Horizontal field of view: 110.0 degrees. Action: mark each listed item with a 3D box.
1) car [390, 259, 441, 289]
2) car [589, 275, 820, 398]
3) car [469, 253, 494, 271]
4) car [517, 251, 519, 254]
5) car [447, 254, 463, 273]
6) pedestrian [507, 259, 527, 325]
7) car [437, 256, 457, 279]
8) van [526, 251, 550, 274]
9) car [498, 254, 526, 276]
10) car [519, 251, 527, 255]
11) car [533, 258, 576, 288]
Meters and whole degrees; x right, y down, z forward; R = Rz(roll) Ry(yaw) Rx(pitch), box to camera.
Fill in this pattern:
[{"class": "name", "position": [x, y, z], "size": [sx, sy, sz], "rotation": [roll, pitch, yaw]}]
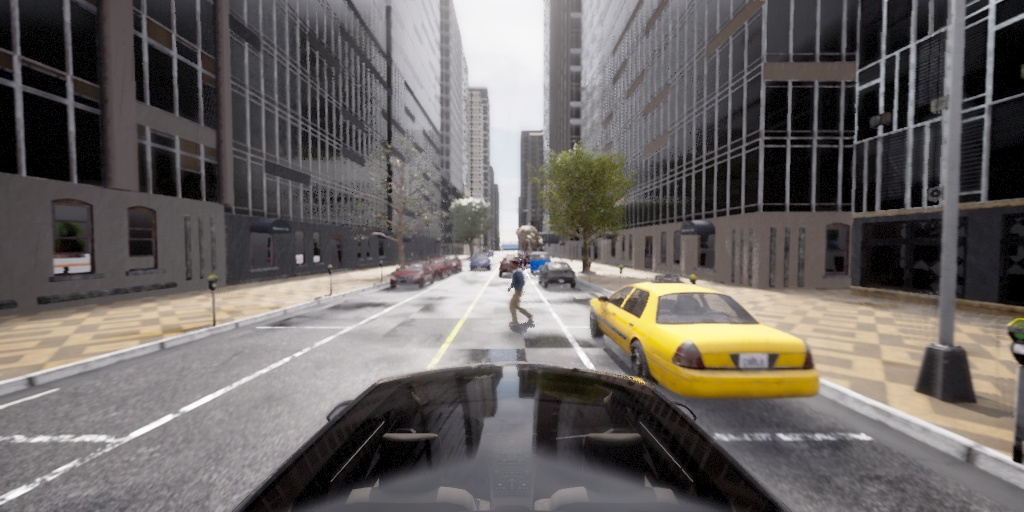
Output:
[{"class": "car", "position": [-5.409, 1.008, 19.989], "size": [1.802, 1.307, 4.207], "rotation": [0, 0, 0]}, {"class": "car", "position": [2.725, 1.116, 6.626], "size": [1.801, 1.575, 5.366], "rotation": [0, 1, 0]}, {"class": "car", "position": [-3.012, 0.683, 35.093], "size": [1.812, 1.442, 4.674], "rotation": [0, 1, 0]}, {"class": "car", "position": [-0.151, 0.423, 47.109], "size": [1.882, 1.535, 5.008], "rotation": [0, 1, 0]}, {"class": "car", "position": [-5.466, 0.666, 31.285], "size": [1.967, 1.591, 4.097], "rotation": [0, 0, 0]}, {"class": "pedestrian", "position": [0.138, 0.903, 9.590], "size": [0.375, 1.860, 0.375], "rotation": [-1, 2, 0]}, {"class": "car", "position": [-5.440, 0.871, 25.638], "size": [1.888, 1.381, 4.507], "rotation": [0, 0, 0]}, {"class": "van", "position": [2.414, 0.562, 31.355], "size": [1.690, 1.789, 3.998], "rotation": [0, 0, 0]}, {"class": "car", "position": [-0.079, 0.792, 28.871], "size": [1.812, 1.442, 4.674], "rotation": [0, 1, 0]}, {"class": "car", "position": [2.357, 0.337, 42.651], "size": [2.192, 1.841, 5.009], "rotation": [0, 0, 0]}, {"class": "car", "position": [2.472, 0.972, 20.060], "size": [2.007, 1.370, 4.403], "rotation": [0, 0, 0]}]
